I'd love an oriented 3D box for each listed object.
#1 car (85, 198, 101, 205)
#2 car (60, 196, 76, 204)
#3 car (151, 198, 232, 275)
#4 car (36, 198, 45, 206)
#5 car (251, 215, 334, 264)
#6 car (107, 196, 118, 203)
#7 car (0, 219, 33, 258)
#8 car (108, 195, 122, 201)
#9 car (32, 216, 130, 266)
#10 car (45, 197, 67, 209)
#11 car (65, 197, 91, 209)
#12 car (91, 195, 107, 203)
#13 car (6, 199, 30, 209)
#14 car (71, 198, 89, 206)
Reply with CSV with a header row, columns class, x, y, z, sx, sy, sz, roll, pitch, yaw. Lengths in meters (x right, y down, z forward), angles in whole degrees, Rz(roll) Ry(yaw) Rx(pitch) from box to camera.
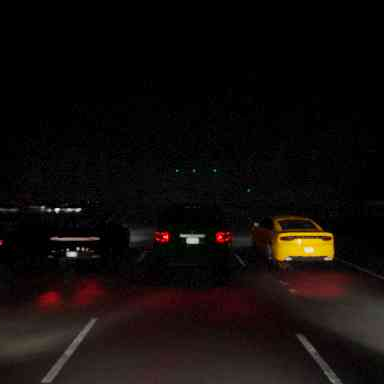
class,x,y,z,sx,sy,sz,roll,pitch,yaw
car,-21.798,2.041,73.719,2.128,1.511,4.902,0,0,-1
car,-28.841,1.894,77.310,2.097,1.767,4.553,0,0,-1
car,0.007,1.338,11.035,2.150,2.045,5.566,0,0,0
car,-28.696,1.964,64.874,1.837,1.490,4.892,0,0,-1
car,3.489,1.607,12.430,1.882,1.535,5.008,0,-1,0
car,-18.281,2.046,72.268,2.033,1.411,5.357,0,0,-1
car,-7.016,1.742,13.379,1.895,1.301,4.718,0,-1,0
car,-18.436,1.918,81.665,2.097,1.767,4.553,0,0,-1
car,-3.507,1.619,12.081,2.128,1.511,4.902,0,-1,0
car,-21.642,1.962,54.117,1.994,1.385,4.181,0,0,0
car,-18.143,1.956,53.162,1.994,1.385,4.181,0,0,0
car,-18.196,1.803,63.021,2.097,1.767,4.553,0,0,0
car,-28.636,1.881,54.809,1.882,1.535,5.008,0,0,0
car,-21.691,1.938,64.423,1.882,1.535,5.008,0,0,-1
